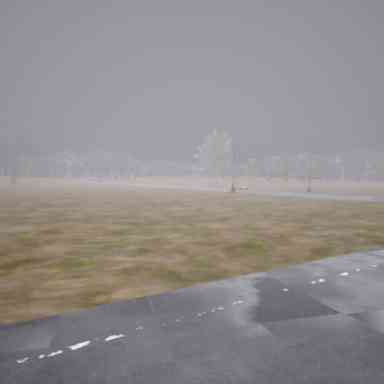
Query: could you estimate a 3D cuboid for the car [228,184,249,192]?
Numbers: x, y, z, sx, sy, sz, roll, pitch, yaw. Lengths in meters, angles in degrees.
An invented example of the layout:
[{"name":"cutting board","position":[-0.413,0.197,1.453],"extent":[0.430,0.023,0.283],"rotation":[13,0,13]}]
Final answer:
[{"name":"car","position":[9.082,-0.790,64.826],"extent":[1.882,1.535,5.008],"rotation":[-1,3,-31]}]
